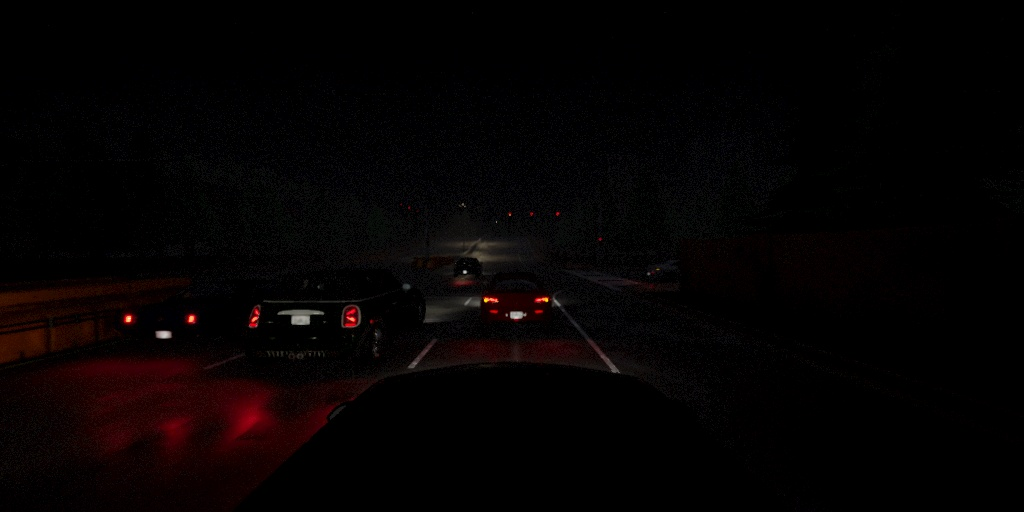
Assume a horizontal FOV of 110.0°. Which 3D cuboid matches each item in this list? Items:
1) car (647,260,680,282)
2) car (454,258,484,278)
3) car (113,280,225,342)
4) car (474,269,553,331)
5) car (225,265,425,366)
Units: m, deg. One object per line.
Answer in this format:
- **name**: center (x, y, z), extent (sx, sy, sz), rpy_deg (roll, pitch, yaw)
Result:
- **car**: center (11.421, 0.956, 23.888), extent (4.674, 1.442, 1.812), rpy_deg (0, 1, 0)
- **car**: center (-3.402, 0.869, 28.437), extent (1.837, 1.490, 4.892), rpy_deg (0, 1, 0)
- **car**: center (-6.901, 1.241, 9.328), extent (1.895, 1.301, 4.718), rpy_deg (0, 1, 0)
- **car**: center (0.098, 1.151, 10.405), extent (1.812, 1.442, 4.674), rpy_deg (0, 0, 0)
- **car**: center (-3.399, 1.014, 7.892), extent (2.097, 1.767, 4.553), rpy_deg (0, 1, 0)
